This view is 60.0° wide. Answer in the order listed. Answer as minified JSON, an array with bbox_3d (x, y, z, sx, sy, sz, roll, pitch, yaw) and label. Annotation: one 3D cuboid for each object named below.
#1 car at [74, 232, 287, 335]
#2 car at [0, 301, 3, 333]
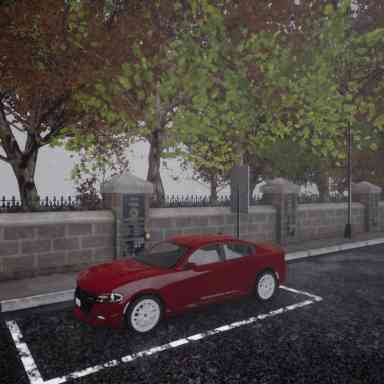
[{"bbox_3d":[-0.018,1.545,6.702,4.507,1.381,1.887,0,0,-35],"label":"car"},{"bbox_3d":[-4.500,1.551,3.446,4.403,1.369,2.008,0,0,-35],"label":"car"}]
